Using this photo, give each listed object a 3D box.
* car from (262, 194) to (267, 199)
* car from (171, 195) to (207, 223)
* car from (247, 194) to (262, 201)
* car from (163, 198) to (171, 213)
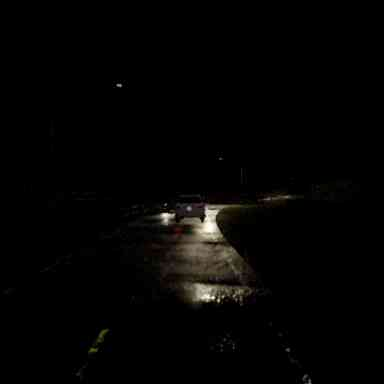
[{"bbox_3d":[19.551,1.376,92.960,1.994,1.385,4.181,0,0,24],"label":"car"},{"bbox_3d":[-0.026,1.227,26.113,2.150,2.045,5.566,0,0,3],"label":"car"},{"bbox_3d":[15.233,1.411,83.464,2.033,1.411,5.357,0,0,24],"label":"car"},{"bbox_3d":[-1.774,1.353,37.120,2.097,1.767,4.553,0,0,8],"label":"car"}]
